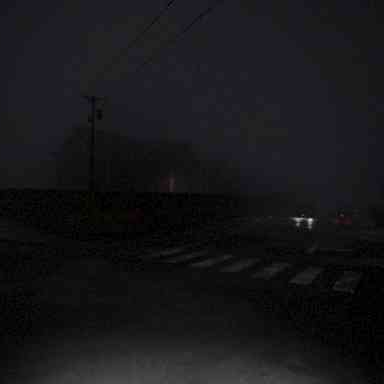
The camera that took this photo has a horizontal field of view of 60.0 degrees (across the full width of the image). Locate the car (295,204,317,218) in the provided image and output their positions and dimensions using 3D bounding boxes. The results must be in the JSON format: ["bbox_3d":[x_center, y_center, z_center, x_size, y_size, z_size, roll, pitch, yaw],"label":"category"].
[{"bbox_3d":[12.864,2.083,37.202,2.033,1.411,5.357,1,0,27],"label":"car"}]

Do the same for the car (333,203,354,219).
[{"bbox_3d":[17.009,2.247,37.364,1.895,1.301,4.718,1,0,27],"label":"car"}]
